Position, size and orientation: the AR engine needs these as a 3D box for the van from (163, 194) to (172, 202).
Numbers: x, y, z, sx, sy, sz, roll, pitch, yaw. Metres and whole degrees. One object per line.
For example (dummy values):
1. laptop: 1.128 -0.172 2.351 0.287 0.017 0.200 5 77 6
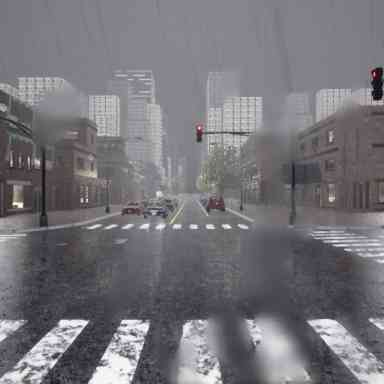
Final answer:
1. van: -5.693 1.418 77.220 1.690 1.788 3.998 0 0 0

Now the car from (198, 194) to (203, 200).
1. car: 2.687 1.598 60.645 2.008 1.369 4.403 0 0 0

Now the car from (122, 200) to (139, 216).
1. car: -5.779 1.559 33.021 1.887 1.381 4.507 0 0 0

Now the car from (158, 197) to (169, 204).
1. car: -5.693 1.638 66.169 1.802 1.307 4.206 0 0 0

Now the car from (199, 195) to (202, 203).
1. car: 2.688 1.605 55.120 1.947 1.339 4.313 0 0 0

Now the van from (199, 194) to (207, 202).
1. van: 2.686 1.429 82.746 1.690 1.788 3.998 0 0 0

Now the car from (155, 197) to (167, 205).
1. car: -5.693 1.629 60.644 1.802 1.307 4.206 0 0 0

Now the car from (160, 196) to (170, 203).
1. car: -5.694 1.591 71.524 1.752 1.417 4.829 0 0 0

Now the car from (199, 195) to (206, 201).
1. car: 2.686 1.627 88.441 1.752 1.417 4.829 0 0 0

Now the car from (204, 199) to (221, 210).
1. car: 2.688 1.591 44.069 1.947 1.339 4.313 0 0 0

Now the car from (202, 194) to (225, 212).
1. car: 2.689 1.334 38.543 2.192 1.841 5.009 0 0 0

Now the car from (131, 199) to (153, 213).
1. car: -5.692 1.585 38.542 1.947 1.339 4.313 0 0 0

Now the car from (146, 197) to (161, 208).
1. car: -5.692 1.557 49.423 1.752 1.417 4.829 0 0 0

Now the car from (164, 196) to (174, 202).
1. car: -5.694 1.639 82.745 2.008 1.369 4.403 0 0 0

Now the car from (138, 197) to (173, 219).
1. car: -3.100 1.502 29.539 2.128 1.511 4.902 0 0 0

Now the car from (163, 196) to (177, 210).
1. car: -3.097 1.526 39.715 1.837 1.490 4.892 0 0 0

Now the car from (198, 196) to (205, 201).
1. car: 2.686 1.696 93.796 1.802 1.307 4.206 0 0 0

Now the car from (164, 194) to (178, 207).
1. car: -3.091 1.524 50.102 2.128 1.511 4.902 0 0 0
